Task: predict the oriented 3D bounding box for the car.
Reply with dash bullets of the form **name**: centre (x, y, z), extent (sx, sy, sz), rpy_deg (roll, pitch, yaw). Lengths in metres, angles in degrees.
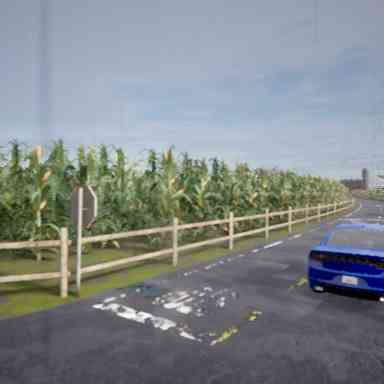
- **car**: centre (4.370, 1.512, 8.273), extent (1.882, 1.535, 5.008), rpy_deg (1, 0, 35)
